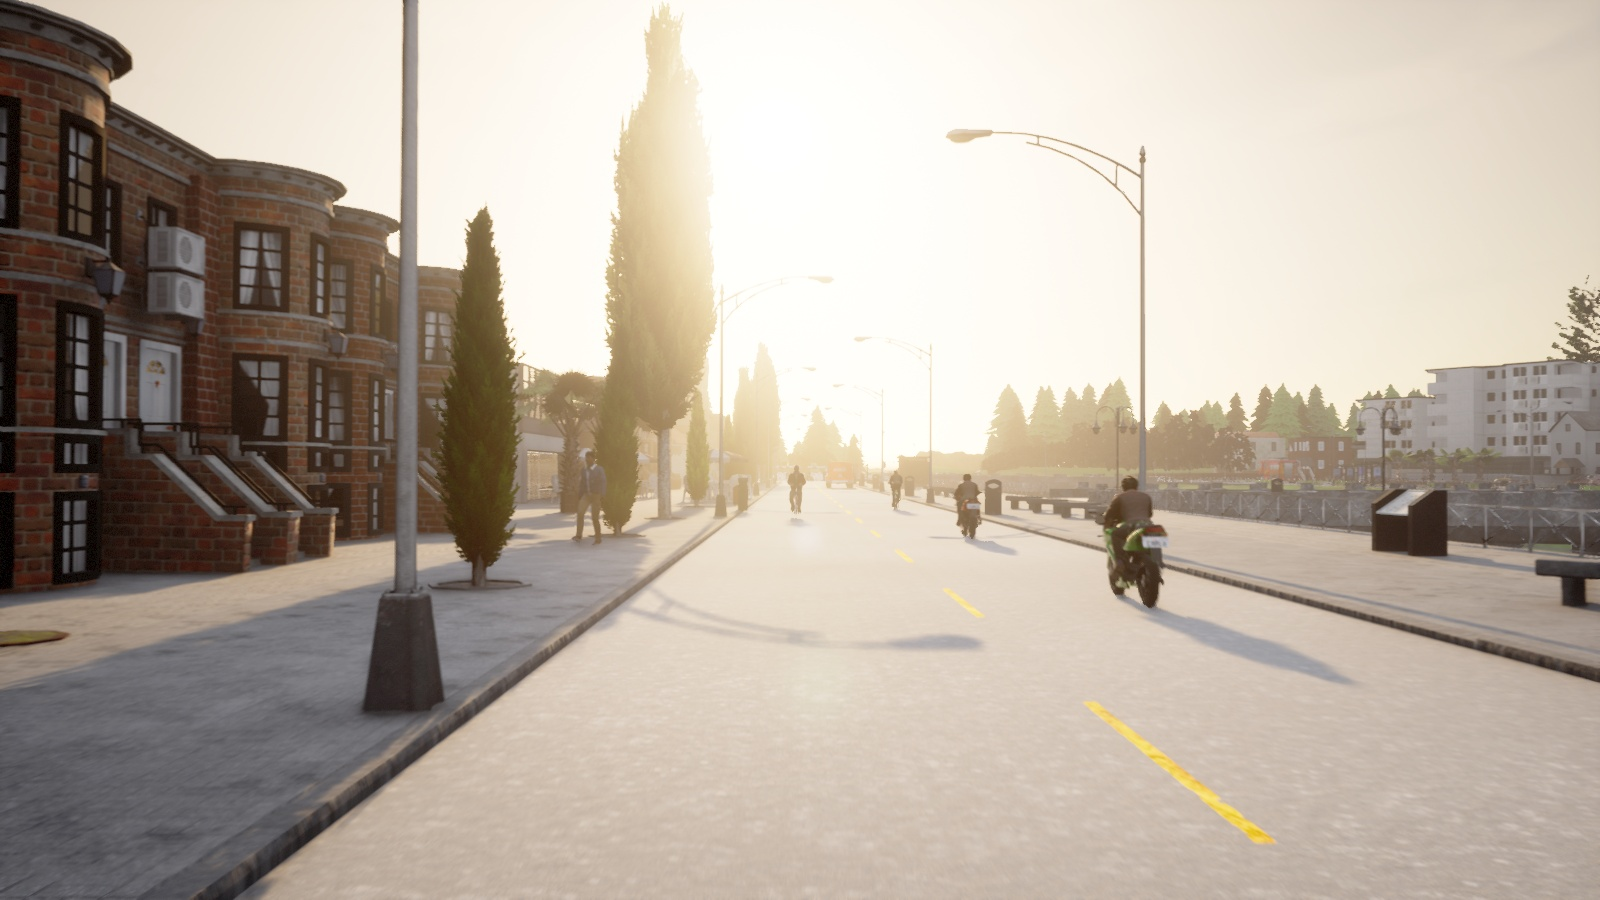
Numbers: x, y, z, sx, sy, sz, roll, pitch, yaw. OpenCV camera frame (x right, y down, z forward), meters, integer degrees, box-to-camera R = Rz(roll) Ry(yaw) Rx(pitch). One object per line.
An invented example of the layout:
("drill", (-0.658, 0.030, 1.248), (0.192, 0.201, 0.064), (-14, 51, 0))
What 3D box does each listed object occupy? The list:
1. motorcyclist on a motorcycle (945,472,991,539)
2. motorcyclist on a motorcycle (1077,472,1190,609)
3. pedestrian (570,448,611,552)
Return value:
("motorcyclist on a motorcycle", (3.923, 1.274, 29.433), (0.797, 1.523, 2.044), (0, -1, 0))
("motorcyclist on a motorcycle", (3.960, 1.033, 15.079), (0.797, 1.523, 2.044), (0, -1, 0))
("pedestrian", (-4.007, 0.943, 24.068), (0.423, 1.949, 0.788), (-1, -1, 22))
